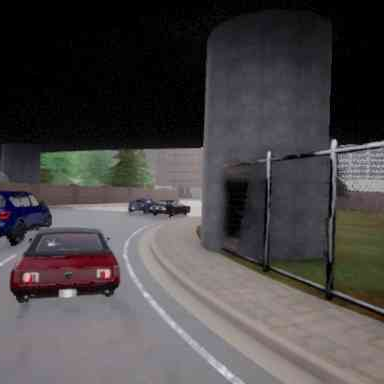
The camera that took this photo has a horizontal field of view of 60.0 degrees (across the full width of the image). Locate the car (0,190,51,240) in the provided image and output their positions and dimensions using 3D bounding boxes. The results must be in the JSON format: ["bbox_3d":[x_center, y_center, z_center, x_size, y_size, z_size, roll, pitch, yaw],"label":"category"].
[{"bbox_3d":[-7.726,0.938,14.003,2.150,2.045,5.566,2,0,-7],"label":"car"}]

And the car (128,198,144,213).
[{"bbox_3d":[-4.464,1.317,32.203,1.812,1.442,4.674,2,0,21],"label":"car"}]

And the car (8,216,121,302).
[{"bbox_3d":[-2.926,1.488,8.021,1.895,1.301,4.718,2,0,-19],"label":"car"}]

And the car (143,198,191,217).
[{"bbox_3d":[-1.890,1.429,29.669,2.033,1.411,5.357,2,0,23],"label":"car"}]

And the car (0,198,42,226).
[{"bbox_3d":[-11.459,1.130,20.062,2.033,1.411,5.357,2,0,4],"label":"car"}]
